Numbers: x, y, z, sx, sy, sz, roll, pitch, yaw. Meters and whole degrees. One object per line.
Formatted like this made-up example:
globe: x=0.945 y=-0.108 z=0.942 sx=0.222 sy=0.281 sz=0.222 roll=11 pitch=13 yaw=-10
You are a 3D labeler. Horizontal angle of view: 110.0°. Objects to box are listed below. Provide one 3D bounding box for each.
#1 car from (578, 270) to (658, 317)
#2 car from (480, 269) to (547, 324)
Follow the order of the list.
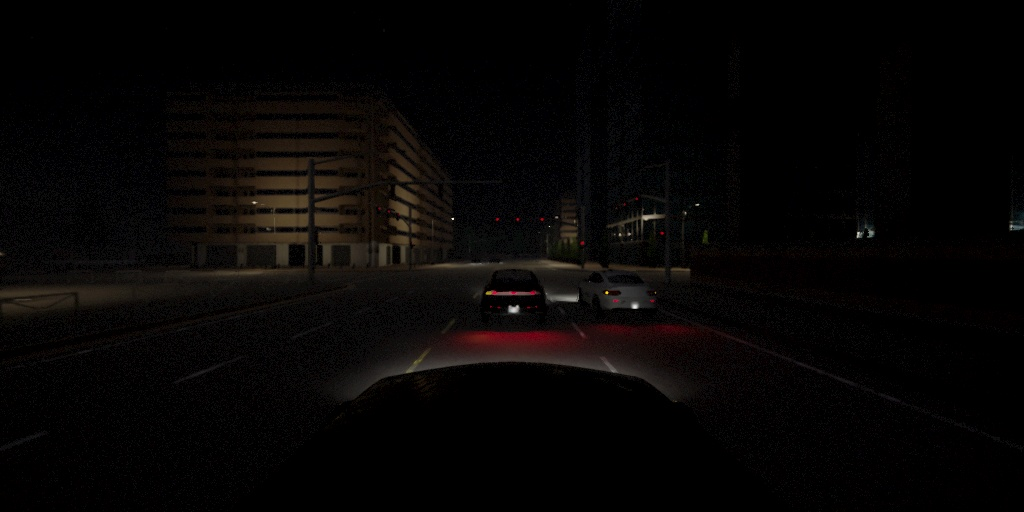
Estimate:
car: x=3.567 y=1.203 z=12.669 sx=1.812 sy=1.442 sz=4.674 roll=0 pitch=0 yaw=0
car: x=0.059 y=1.173 z=11.588 sx=2.128 sy=1.511 sz=4.902 roll=0 pitch=0 yaw=0
